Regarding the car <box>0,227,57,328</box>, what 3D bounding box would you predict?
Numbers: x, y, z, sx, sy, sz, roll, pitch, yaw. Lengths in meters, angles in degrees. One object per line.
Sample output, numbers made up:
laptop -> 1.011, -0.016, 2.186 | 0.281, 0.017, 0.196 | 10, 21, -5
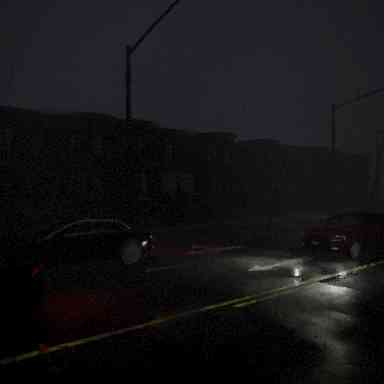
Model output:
car -> -4.853, 1.478, 4.779 | 5.008, 1.535, 1.882 | 0, 0, -36

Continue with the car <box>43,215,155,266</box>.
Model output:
car -> -3.514, 1.492, 10.088 | 4.902, 1.511, 2.128 | 0, 0, -36

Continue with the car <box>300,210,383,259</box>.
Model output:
car -> 6.231, 1.477, 12.867 | 5.008, 1.535, 1.882 | 0, 0, -36
